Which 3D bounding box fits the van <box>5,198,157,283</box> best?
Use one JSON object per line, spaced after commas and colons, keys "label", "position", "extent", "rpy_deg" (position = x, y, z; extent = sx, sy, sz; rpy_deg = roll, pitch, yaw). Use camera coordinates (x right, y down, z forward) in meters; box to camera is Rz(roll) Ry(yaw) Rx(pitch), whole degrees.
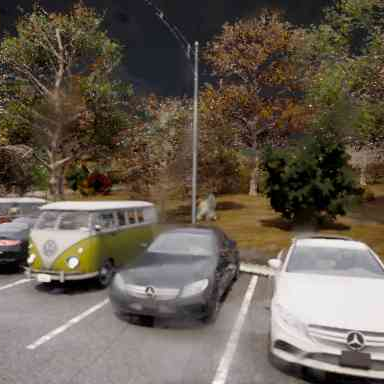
{"label": "van", "position": [-2.474, 1.239, 9.063], "extent": [1.878, 1.987, 4.442], "rpy_deg": [1, -1, 15]}

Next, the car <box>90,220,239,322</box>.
{"label": "car", "position": [-0.050, 1.513, 7.466], "extent": [2.002, 1.452, 4.674], "rpy_deg": [1, -1, 16]}

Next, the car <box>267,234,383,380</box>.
{"label": "car", "position": [2.350, 1.522, 5.759], "extent": [2.002, 1.452, 4.674], "rpy_deg": [1, 0, 15]}

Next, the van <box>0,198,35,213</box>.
{"label": "van", "position": [-7.215, 1.230, 12.708], "extent": [1.878, 1.987, 4.442], "rpy_deg": [0, -1, 15]}

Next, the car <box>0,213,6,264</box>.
{"label": "car", "position": [-4.853, 1.498, 10.882], "extent": [2.002, 1.452, 4.674], "rpy_deg": [0, -1, 15]}
